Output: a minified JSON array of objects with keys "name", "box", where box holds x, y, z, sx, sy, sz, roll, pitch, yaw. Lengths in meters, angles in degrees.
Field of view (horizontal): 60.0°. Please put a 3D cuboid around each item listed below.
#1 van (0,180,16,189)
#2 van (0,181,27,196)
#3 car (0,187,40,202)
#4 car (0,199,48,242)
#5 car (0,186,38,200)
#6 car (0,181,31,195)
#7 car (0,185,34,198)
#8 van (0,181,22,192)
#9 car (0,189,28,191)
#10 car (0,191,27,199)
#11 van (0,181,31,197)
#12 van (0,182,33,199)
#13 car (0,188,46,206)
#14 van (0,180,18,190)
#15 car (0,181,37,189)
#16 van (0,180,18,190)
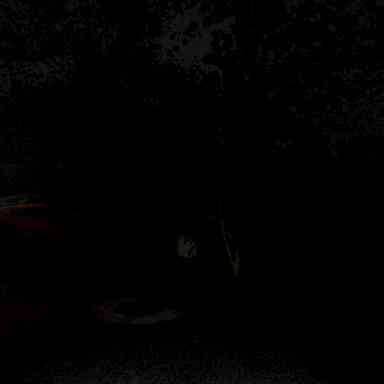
[{"name":"van","box":[-43.519,-1.671,77.290,4.442,1.987,1.878,1,1,-30]},{"name":"van","box":[-26.625,-0.515,48.529,4.442,1.987,1.878,1,1,-30]},{"name":"car","box":[-19.565,0.238,36.789,4.792,1.488,2.163,1,2,-30]},{"name":"car","box":[-6.980,1.279,15.292,5.008,1.535,2.097,1,2,-30]},{"name":"car","box":[-20.900,0.134,39.063,4.792,1.488,2.163,1,2,-30]},{"name":"car","box":[-27.950,-0.635,50.960,5.566,2.045,2.435,1,1,-30]},{"name":"car","box":[-23.723,-0.096,43.822,5.008,1.535,2.097,1,1,-30]},{"name":"van","box":[-34.901,-1.092,63.079,4.442,1.987,1.878,1,1,-30]},{"name":"car","box":[-12.679,0.799,24.640,5.366,1.575,1.946,1,2,-30]},{"name":"car","box":[-8.346,1.034,17.695,4.553,1.767,2.185,1,2,-30]},{"name":"van","box":[-25.022,-0.416,46.260,4.442,1.987,1.878,1,1,-30]},{"name":"van","box":[-22.403,-0.224,41.359,4.442,1.987,1.878,1,2,-31]},{"name":"car","box":[-16.748,0.474,31.879,4.792,1.488,2.163,1,2,-30]},{"name":"van","box":[-41.849,-1.567,74.907,4.442,1.987,1.878,1,1,-30]},{"name":"car","box":[-15.288,0.314,29.514,5.566,2.045,2.435,1,2,-30]},{"name":"van","box":[-40.510,-1.475,72.627,4.442,1.987,1.878,1,1,-30]}]
